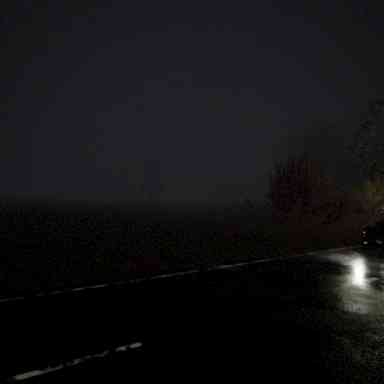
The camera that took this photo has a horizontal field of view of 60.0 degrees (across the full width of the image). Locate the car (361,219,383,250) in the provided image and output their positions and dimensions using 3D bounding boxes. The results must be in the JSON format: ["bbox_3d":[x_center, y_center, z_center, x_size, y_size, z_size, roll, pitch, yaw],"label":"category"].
[{"bbox_3d":[9.226,1.689,14.262,5.008,1.535,1.882,1,0,-36],"label":"car"}]
